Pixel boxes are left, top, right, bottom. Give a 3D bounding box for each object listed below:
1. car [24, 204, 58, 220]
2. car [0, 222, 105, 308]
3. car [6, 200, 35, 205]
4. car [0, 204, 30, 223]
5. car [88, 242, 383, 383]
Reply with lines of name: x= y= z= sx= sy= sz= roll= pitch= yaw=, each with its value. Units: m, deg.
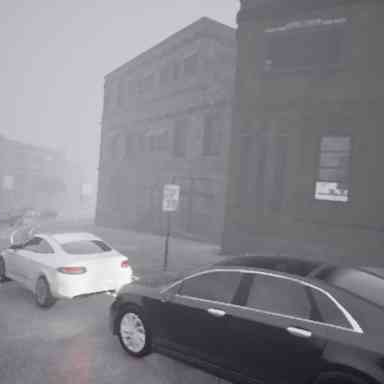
car: x=-17.731 y=2.535 z=39.536 sx=2.033 sy=1.411 sz=5.357 roll=4 pitch=-2 yaw=-1
car: x=-3.321 y=1.694 z=8.350 sx=1.812 sy=1.442 sz=4.674 roll=3 pitch=-3 yaw=-44
car: x=-21.061 y=2.012 z=40.611 sx=2.150 sy=2.045 sz=5.566 roll=4 pitch=-2 yaw=-2
car: x=-15.761 y=2.110 z=28.341 sx=2.128 sy=1.511 sz=4.902 roll=4 pitch=-3 yaw=-15
car: x=0.860 y=1.618 z=4.497 sx=4.892 sy=1.490 sz=1.837 roll=-1 pitch=-2 yaw=39
